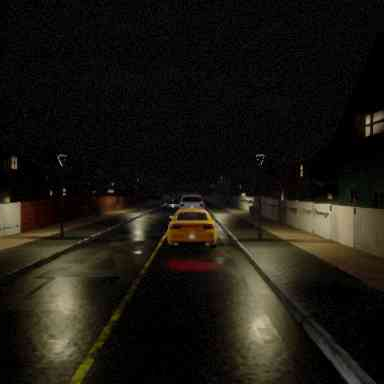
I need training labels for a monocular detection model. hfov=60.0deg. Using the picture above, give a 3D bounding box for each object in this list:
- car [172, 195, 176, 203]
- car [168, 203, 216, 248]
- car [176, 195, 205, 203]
[{"bbox_3d":[-2.749,1.400,63.583,2.097,1.767,4.553,0,0,0],"label":"car"},{"bbox_3d":[0.000,1.480,14.654,1.882,1.535,5.008,0,0,0],"label":"car"},{"bbox_3d":[0.000,1.249,29.686,2.150,2.045,5.566,0,0,0],"label":"car"}]
